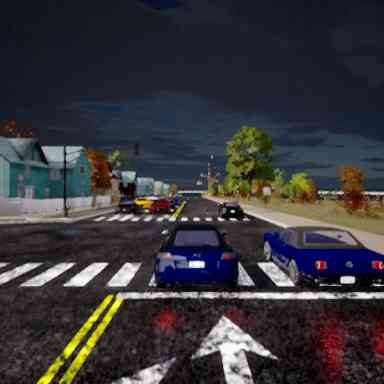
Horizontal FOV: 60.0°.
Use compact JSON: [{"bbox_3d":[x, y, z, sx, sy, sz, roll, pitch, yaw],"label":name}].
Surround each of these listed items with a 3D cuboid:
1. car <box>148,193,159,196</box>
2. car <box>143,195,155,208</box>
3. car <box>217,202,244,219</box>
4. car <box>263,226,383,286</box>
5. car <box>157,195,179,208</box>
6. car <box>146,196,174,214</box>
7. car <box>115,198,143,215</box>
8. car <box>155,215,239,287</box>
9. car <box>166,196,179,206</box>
[{"bbox_3d":[-6.492,1.236,55.171,2.150,2.045,5.566,0,0,0],"label":"car"},{"bbox_3d":[-6.566,1.483,44.538,1.882,1.535,5.008,0,0,0],"label":"car"},{"bbox_3d":[3.353,1.560,29.498,1.994,1.385,4.181,0,0,0],"label":"car"},{"bbox_3d":[3.351,1.597,9.363,1.895,1.301,4.718,0,0,0],"label":"car"},{"bbox_3d":[-3.316,1.497,45.335,2.128,1.511,4.902,0,0,0],"label":"car"},{"bbox_3d":[-3.331,1.477,35.417,1.882,1.535,5.008,0,0,1],"label":"car"},{"bbox_3d":[-6.586,1.563,34.300,1.994,1.385,4.181,0,0,0],"label":"car"},{"bbox_3d":[0.102,1.560,9.307,1.994,1.385,4.181,0,0,0],"label":"car"},{"bbox_3d":[-3.242,1.493,55.701,1.882,1.535,5.008,0,0,0],"label":"car"}]
